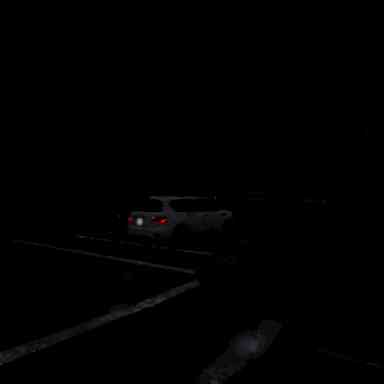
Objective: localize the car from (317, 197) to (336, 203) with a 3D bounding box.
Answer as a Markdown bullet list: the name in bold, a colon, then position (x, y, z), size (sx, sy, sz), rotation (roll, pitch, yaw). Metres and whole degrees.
- **car**: position (18.919, 1.454, 46.685), size (1.837, 1.490, 4.892), rotation (0, 1, 36)

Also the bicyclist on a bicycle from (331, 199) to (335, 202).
- **bicyclist on a bicycle**: position (8.707, 1.283, 20.108), size (1.656, 1.620, 0.582), rotation (0, 0, 36)

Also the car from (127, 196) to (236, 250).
- **car**: position (-0.259, 1.177, 14.558), size (2.150, 2.045, 5.566), rotation (0, 0, 40)
